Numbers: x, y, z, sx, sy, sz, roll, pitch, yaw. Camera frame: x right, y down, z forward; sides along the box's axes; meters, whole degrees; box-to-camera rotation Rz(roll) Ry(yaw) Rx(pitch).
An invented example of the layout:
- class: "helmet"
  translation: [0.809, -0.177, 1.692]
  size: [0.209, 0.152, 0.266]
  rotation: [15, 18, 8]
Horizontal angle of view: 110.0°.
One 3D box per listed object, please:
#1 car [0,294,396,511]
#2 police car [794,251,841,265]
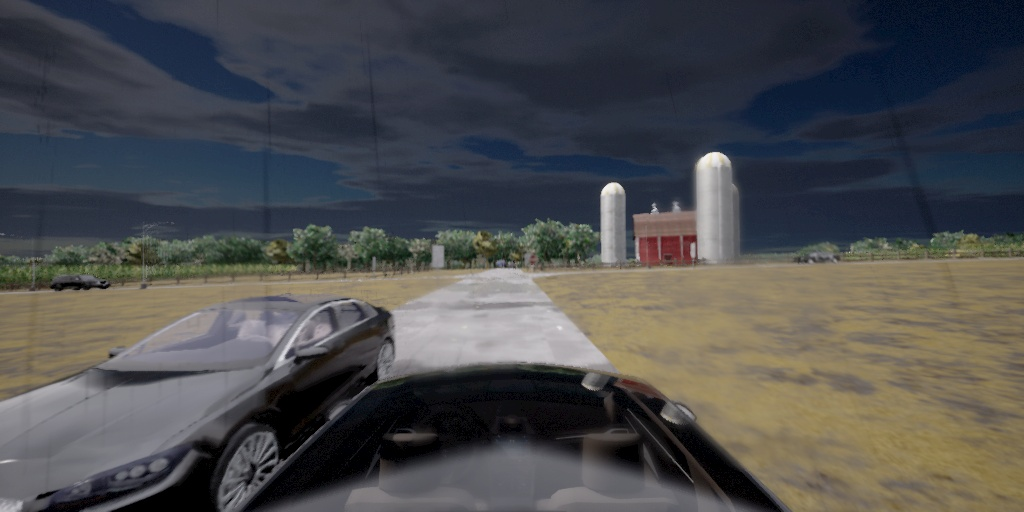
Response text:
- class: "car"
  translation: [-2.849, 1.254, 4.170]
  size: [2.128, 1.511, 4.902]
  rotation: [0, 0, 0]
- class: "police car"
  translation: [38.949, 0.237, 45.873]
  size: [5.238, 1.638, 1.930]
  rotation: [-2, -2, 0]
